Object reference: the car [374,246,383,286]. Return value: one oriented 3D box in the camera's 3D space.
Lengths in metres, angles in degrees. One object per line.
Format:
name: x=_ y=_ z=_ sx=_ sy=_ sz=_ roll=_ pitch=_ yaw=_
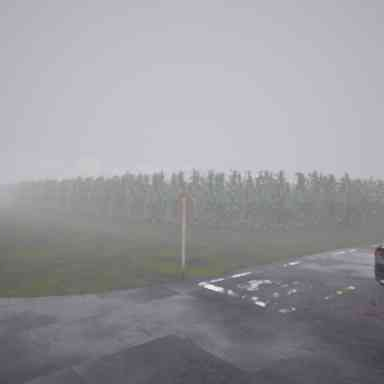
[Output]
car: x=6.628 y=1.671 z=8.845 sx=5.008 sy=1.535 sz=1.882 roll=1 pitch=-2 yaw=-41
